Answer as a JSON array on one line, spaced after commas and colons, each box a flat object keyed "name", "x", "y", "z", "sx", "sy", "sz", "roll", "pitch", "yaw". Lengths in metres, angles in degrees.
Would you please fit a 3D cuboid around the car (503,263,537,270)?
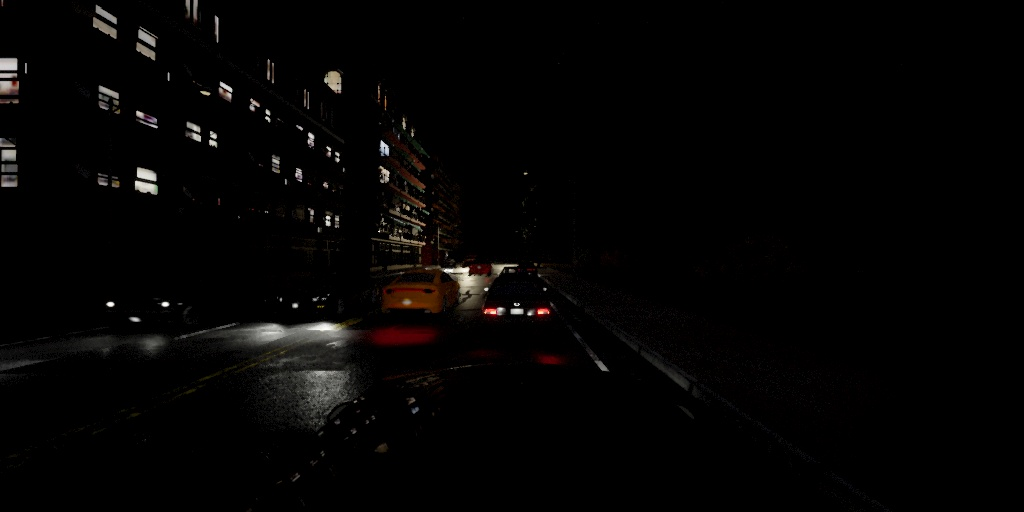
[{"name": "car", "x": 0.116, "y": 1.300, "z": 20.955, "sx": 2.033, "sy": 1.411, "sz": 5.357, "roll": 0, "pitch": 0, "yaw": 0}]

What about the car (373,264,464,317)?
[{"name": "car", "x": -3.141, "y": 1.229, "z": 13.210, "sx": 1.882, "sy": 1.535, "sz": 5.008, "roll": 0, "pitch": 0, "yaw": 0}]

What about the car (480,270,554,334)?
[{"name": "car", "x": 0.110, "y": 1.299, "z": 10.593, "sx": 2.033, "sy": 1.411, "sz": 5.357, "roll": 0, "pitch": 0, "yaw": 0}]

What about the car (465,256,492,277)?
[{"name": "car", "x": -3.120, "y": 1.104, "z": 36.235, "sx": 2.097, "sy": 1.767, "sz": 4.553, "roll": 0, "pitch": 0, "yaw": 0}]

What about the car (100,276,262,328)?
[{"name": "car", "x": -9.841, "y": 1.352, "z": 11.573, "sx": 1.895, "sy": 1.301, "sz": 4.718, "roll": 0, "pitch": 0, "yaw": 0}]

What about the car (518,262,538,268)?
[{"name": "car", "x": 1.163, "y": 1.259, "z": 30.722, "sx": 1.837, "sy": 1.490, "sz": 4.892, "roll": 0, "pitch": 0, "yaw": 0}]

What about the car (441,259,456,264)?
[{"name": "car", "x": -9.794, "y": 1.244, "z": 55.379, "sx": 2.128, "sy": 1.511, "sz": 4.902, "roll": 0, "pitch": 0, "yaw": 0}]

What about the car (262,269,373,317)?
[{"name": "car", "x": -6.591, "y": 1.257, "z": 13.333, "sx": 1.837, "sy": 1.490, "sz": 4.892, "roll": 0, "pitch": 0, "yaw": 0}]

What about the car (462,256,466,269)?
[{"name": "car", "x": -6.543, "y": 0.972, "z": 56.808, "sx": 2.150, "sy": 2.045, "sz": 5.566, "roll": 0, "pitch": 0, "yaw": 0}]
